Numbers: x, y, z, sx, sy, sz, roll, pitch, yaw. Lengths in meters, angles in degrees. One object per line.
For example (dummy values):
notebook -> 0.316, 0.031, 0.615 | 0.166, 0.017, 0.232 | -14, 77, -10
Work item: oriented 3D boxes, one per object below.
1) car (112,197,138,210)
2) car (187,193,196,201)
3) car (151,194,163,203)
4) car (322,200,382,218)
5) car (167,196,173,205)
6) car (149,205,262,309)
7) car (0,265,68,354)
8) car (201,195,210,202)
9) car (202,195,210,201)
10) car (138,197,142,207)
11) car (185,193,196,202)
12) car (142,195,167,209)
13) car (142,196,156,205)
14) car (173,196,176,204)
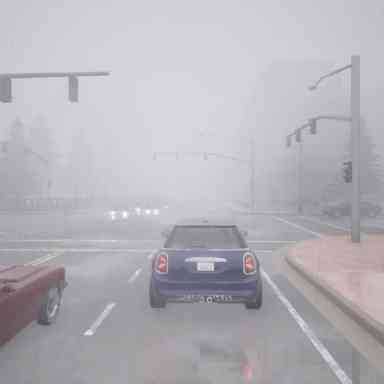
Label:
car -> -8.712, 1.601, 42.483 | 1.895, 1.301, 4.718 | 0, 0, 2
car -> -0.105, 1.223, 82.441 | 2.150, 2.045, 5.566 | 0, 0, 2
car -> -7.502, 1.355, 72.030 | 2.097, 1.767, 4.553 | 0, 0, 2
car -> 14.110, 1.505, 29.472 | 4.892, 1.490, 1.837 | 0, 0, 4
car -> -4.724, 1.478, 55.110 | 1.882, 1.535, 5.008 | 0, 0, 2
car -> 0.303, 1.352, 8.045 | 2.097, 1.767, 4.553 | 0, 0, 2
car -> -3.308, 1.601, 4.171 | 1.895, 1.301, 4.718 | 0, 0, 2
car -> 3.064, 1.549, 73.575 | 1.994, 1.385, 4.181 | 0, 0, 2
car -> 3.391, 1.475, 82.279 | 1.882, 1.535, 5.008 | 0, 0, 2
car -> -8.356, 1.491, 51.788 | 2.128, 1.511, 4.902 | 0, 0, 2
car -> -0.471, 1.520, 72.710 | 1.812, 1.442, 4.674 | 0, 0, 2
car -> -5.086, 1.491, 45.751 | 2.128, 1.511, 4.902 | 0, 0, 2
car -> -7.948, 1.505, 61.874 | 1.837, 1.490, 4.892 | 0, 0, 3
car -> -4.284, 1.478, 65.409 | 1.882, 1.535, 5.008 | 0, 0, 3
